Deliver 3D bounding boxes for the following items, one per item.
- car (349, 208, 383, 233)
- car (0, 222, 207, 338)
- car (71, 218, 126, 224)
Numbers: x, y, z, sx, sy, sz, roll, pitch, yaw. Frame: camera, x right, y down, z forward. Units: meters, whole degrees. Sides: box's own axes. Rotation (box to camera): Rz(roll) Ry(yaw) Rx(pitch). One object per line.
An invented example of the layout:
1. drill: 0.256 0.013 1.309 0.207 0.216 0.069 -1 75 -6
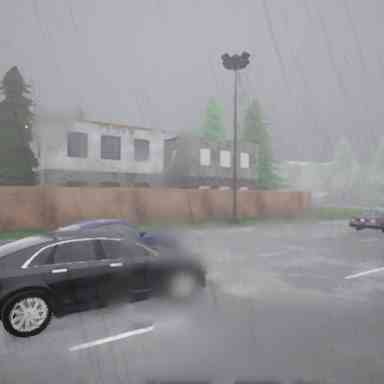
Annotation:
1. car: 12.015 1.746 20.911 5.357 1.411 2.033 1 0 -35
2. car: -1.907 1.525 6.682 4.892 1.490 1.837 1 0 -35
3. car: -2.507 1.562 10.540 4.674 1.442 1.812 1 0 -35
